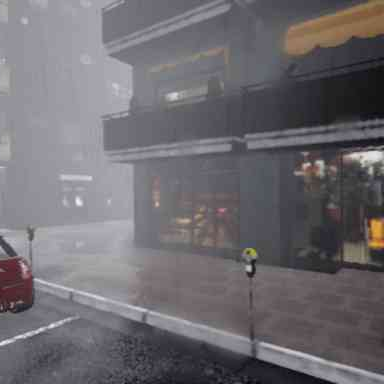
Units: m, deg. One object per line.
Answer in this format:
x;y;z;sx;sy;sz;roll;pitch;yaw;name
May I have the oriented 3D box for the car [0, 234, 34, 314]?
-4.832;1.387;6.258;4.097;1.590;1.967;0;0;35;car
